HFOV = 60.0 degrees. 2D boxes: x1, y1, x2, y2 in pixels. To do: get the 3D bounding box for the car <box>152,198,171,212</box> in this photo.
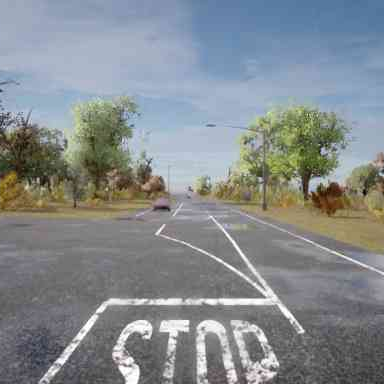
[{"bbox_3d":[-3.489,1.494,38.917,1.882,1.535,5.008,0,0,0],"label":"car"}]
